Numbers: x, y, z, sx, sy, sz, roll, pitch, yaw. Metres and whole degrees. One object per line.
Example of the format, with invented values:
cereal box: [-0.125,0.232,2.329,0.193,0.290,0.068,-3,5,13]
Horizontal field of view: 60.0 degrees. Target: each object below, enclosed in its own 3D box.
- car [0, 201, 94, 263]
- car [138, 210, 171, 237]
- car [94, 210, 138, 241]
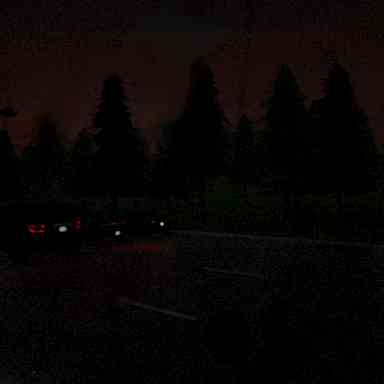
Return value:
car: [-6.562,1.366,12.856,5.566,2.045,2.150,0,0,36]
car: [-3.240,1.717,19.098,4.181,1.385,1.994,-1,0,36]
car: [-5.275,1.645,16.250,4.902,1.511,2.128,-1,0,36]
